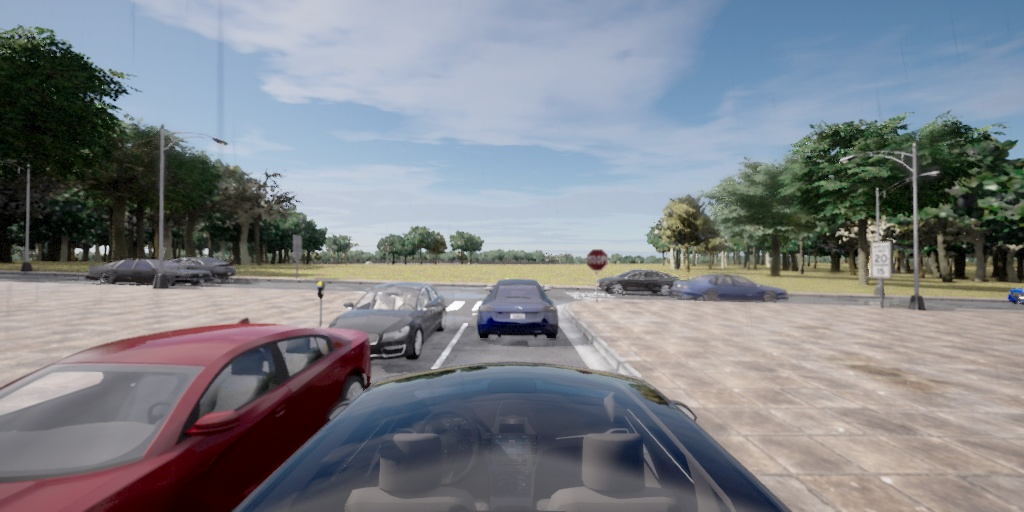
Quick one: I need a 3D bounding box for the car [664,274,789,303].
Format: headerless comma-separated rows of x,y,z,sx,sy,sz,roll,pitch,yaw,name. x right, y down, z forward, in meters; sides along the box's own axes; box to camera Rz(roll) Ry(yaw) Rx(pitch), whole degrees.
11.246,1.690,18.768,5.357,1.411,2.033,2,-1,0,car

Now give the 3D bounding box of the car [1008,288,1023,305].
33.329,2.307,21.691,5.008,1.535,1.882,2,-1,0,car

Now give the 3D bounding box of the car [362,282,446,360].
-2.638,1.321,8.311,2.007,1.370,4.403,0,0,0,car

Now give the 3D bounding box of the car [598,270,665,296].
7.607,1.582,21.719,4.892,1.490,1.837,2,-1,0,car

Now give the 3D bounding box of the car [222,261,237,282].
-19.517,0.817,21.732,4.902,1.511,2.128,2,-1,0,car

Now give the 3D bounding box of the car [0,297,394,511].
-2.637,1.298,2.769,1.888,1.381,4.507,0,0,0,car

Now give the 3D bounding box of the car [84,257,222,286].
-18.881,0.852,18.783,5.357,1.411,2.033,2,-1,0,car

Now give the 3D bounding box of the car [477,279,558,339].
0.175,1.341,10.158,1.994,1.385,4.181,0,0,1,car
